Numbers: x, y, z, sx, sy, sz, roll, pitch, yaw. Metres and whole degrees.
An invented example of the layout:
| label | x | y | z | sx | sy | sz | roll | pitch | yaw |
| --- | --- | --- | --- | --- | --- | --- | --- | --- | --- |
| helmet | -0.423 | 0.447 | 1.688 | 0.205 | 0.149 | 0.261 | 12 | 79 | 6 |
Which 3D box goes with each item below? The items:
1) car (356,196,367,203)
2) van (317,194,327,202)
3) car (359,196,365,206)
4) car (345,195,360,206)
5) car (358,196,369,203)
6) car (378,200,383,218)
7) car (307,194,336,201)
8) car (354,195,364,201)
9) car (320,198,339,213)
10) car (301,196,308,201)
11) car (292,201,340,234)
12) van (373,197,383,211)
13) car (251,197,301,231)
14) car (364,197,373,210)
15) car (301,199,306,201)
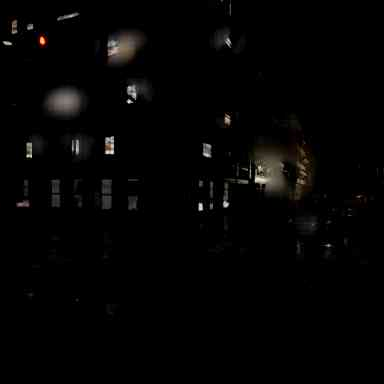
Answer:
| label | x | y | z | sx | sy | sz | roll | pitch | yaw |
| --- | --- | --- | --- | --- | --- | --- | --- | --- | --- |
| car | 37.277 | 1.542 | 73.064 | 1.887 | 1.381 | 4.507 | 1 | 0 | 24 |
| van | 27.818 | 1.261 | 71.218 | 1.690 | 1.788 | 3.998 | 1 | 0 | 24 |
| car | 28.195 | 1.569 | 52.798 | 2.008 | 1.369 | 4.403 | 1 | 0 | 24 |
| car | 26.237 | 1.468 | 54.705 | 1.882 | 1.535 | 5.008 | 1 | 0 | 24 |
| car | 35.006 | 1.548 | 67.997 | 1.887 | 1.381 | 4.507 | 1 | 0 | 24 |
| car | 16.841 | 1.619 | 27.465 | 1.802 | 1.307 | 4.206 | 1 | 0 | 24 |
| car | 11.505 | 1.332 | 28.737 | 2.097 | 1.767 | 4.553 | 1 | 0 | 24 |
| car | 41.818 | 1.536 | 83.196 | 2.008 | 1.369 | 4.403 | 1 | 0 | 24 |
| car | 15.768 | 1.501 | 38.068 | 1.812 | 1.442 | 4.674 | 1 | 0 | 24 |
| car | 11.922 | 1.495 | 35.754 | 1.887 | 1.381 | 4.507 | 1 | 0 | 24 |
| car | 7.342 | 1.490 | 19.400 | 1.837 | 1.490 | 4.892 | 1 | 0 | 26 |
| van | 19.115 | 1.374 | 32.530 | 1.690 | 1.788 | 3.998 | 1 | 0 | 24 |
| car | 5.112 | 1.274 | 20.553 | 2.192 | 1.841 | 5.009 | 1 | 0 | 24 |
| car | 23.655 | 1.466 | 42.664 | 1.967 | 1.590 | 4.097 | 1 | 0 | 24 |
| car | 7.380 | 1.501 | 25.621 | 1.887 | 1.381 | 4.507 | 1 | 0 | 24 |
